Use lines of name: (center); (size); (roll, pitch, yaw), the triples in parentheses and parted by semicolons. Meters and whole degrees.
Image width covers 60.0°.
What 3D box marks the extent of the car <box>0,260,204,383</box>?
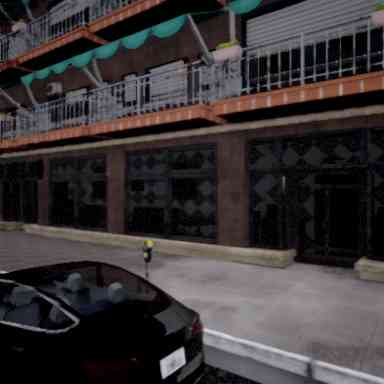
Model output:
car: (-1.862, 1.565, 4.200); (4.313, 1.339, 1.947); (0, 0, 35)
